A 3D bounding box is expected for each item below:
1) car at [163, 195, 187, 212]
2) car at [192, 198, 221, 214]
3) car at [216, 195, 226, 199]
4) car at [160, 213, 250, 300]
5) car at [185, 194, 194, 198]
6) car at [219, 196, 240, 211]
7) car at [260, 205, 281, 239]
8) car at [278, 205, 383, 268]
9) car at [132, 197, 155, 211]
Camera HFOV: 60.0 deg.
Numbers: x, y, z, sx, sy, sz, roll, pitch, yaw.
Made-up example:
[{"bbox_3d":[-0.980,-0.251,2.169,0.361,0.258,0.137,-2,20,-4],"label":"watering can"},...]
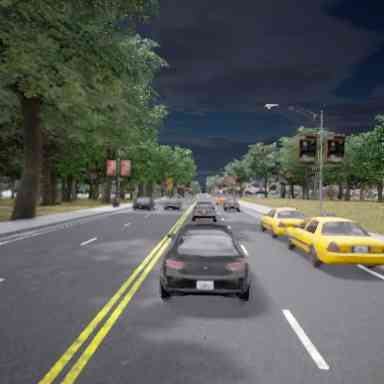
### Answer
[{"bbox_3d":[-2.082,1.420,37.707,2.033,1.411,5.357,1,0,2],"label":"car"},{"bbox_3d":[0.952,1.483,26.045,2.033,1.411,5.357,1,0,2],"label":"car"},{"bbox_3d":[5.172,1.317,56.085,2.097,1.767,4.553,1,0,2],"label":"car"},{"bbox_3d":[0.319,1.501,8.255,1.812,1.442,4.674,1,0,2],"label":"car"},{"bbox_3d":[-0.535,1.146,78.493,2.097,1.767,4.553,1,0,2],"label":"car"},{"bbox_3d":[4.613,1.516,39.468,2.033,1.411,5.357,1,0,3],"label":"car"},{"bbox_3d":[4.770,1.467,17.349,1.801,1.575,5.366,1,0,2],"label":"car"},{"bbox_3d":[4.557,1.482,11.352,1.801,1.575,5.366,1,0,2],"label":"car"},{"bbox_3d":[-5.345,1.303,37.277,1.882,1.535,5.008,1,0,2],"label":"car"}]
